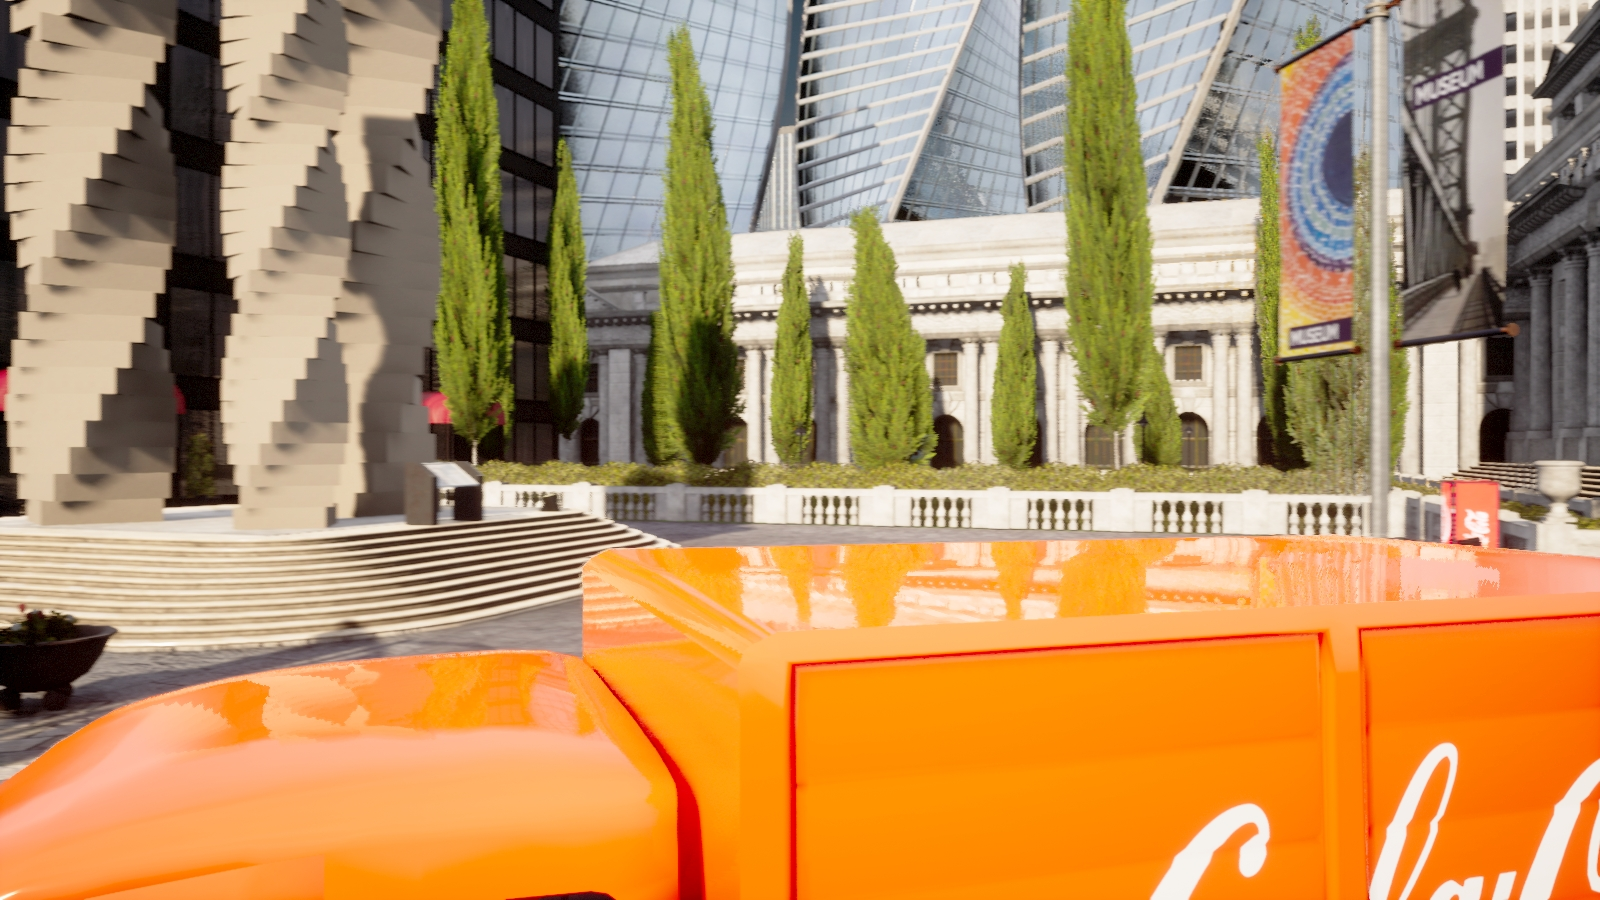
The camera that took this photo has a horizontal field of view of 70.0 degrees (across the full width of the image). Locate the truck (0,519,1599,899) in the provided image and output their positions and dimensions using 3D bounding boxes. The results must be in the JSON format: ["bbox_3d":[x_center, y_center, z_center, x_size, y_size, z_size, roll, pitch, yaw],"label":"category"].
[{"bbox_3d":[0.302,1.566,3.374,5.204,2.467,2.627,0,0,-19],"label":"truck"}]
